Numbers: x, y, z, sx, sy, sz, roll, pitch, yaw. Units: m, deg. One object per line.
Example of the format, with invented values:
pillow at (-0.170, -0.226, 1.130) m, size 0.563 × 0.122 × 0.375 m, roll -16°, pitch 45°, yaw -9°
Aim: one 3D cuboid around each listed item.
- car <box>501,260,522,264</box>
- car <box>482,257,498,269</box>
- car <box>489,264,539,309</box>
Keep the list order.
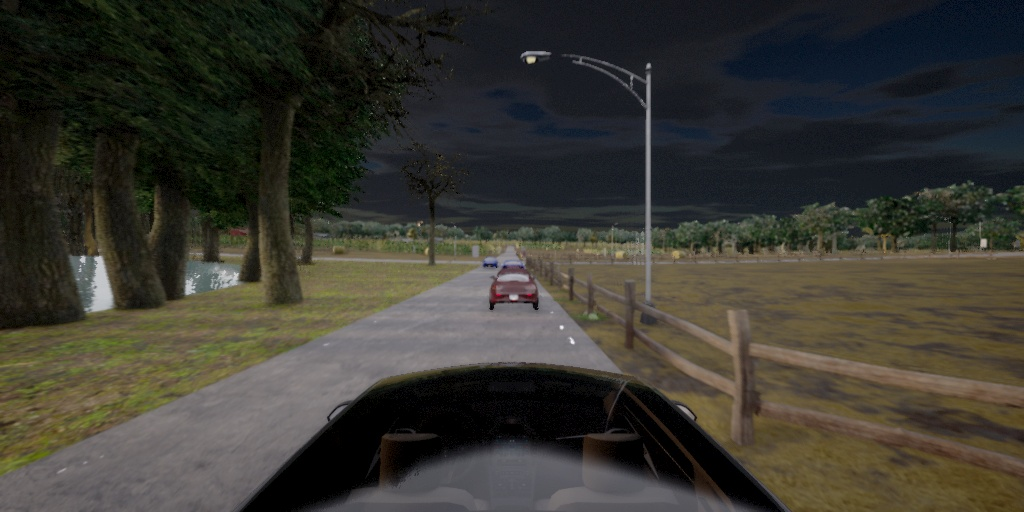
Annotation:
car at (0.072, 1.035, 30.038) m, size 1.882 × 1.535 × 5.008 m, roll 0°, pitch 0°, yaw 0°
car at (-2.839, 0.839, 47.323) m, size 1.882 × 1.535 × 5.008 m, roll 0°, pitch 1°, yaw 0°
car at (0.075, 1.217, 14.529) m, size 1.812 × 1.442 × 4.674 m, roll 0°, pitch 0°, yaw 0°
